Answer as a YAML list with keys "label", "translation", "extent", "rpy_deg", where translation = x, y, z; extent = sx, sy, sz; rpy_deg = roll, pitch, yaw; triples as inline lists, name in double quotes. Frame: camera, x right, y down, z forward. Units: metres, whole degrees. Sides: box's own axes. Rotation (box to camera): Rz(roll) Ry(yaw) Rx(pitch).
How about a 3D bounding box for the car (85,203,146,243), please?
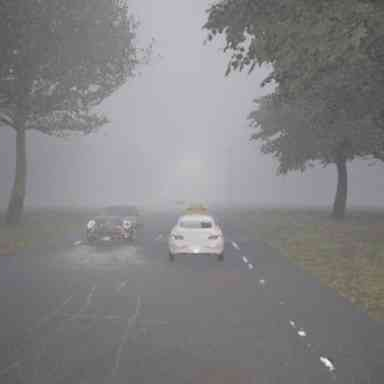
- label: "car"
  translation: [-3.577, 1.383, 16.296]
  extent: [2.097, 1.767, 4.553]
  rpy_deg: [0, 0, 1]

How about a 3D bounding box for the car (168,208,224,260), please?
- label: "car"
  translation: [0.154, 1.550, 12.437]
  extent: [1.812, 1.442, 4.674]
  rpy_deg: [0, 0, 1]

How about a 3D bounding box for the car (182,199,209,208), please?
- label: "car"
  translation: [0.424, 1.540, 28.049]
  extent: [1.882, 1.535, 5.008]
  rpy_deg: [0, 0, 2]

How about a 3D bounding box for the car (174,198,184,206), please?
- label: "car"
  translation: [-2.227, 1.752, 59.971]
  extent: [1.895, 1.301, 4.718]
  rpy_deg: [0, 0, 2]
